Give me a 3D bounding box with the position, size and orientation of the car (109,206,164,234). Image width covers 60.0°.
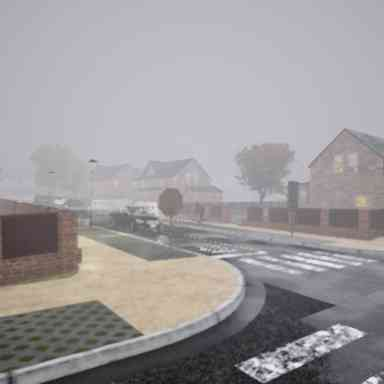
[{"bbox_3d":[-3.460,1.608,20.191,2.128,1.511,4.902,3,-2,-34],"label":"car"}]

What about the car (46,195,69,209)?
[{"bbox_3d":[-20.958,1.515,51.609,2.150,2.045,5.566,3,-2,-34],"label":"car"}]

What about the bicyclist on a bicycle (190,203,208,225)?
[{"bbox_3d":[0.521,1.639,24.784,1.656,1.620,0.582,2,-1,-34],"label":"bicyclist on a bicycle"}]

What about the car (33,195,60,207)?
[{"bbox_3d":[-20.285,1.395,45.638,2.150,2.045,5.566,3,-2,-34],"label":"car"}]

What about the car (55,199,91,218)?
[{"bbox_3d":[-11.317,1.699,31.996,2.033,1.411,5.357,3,-2,-33],"label":"car"}]

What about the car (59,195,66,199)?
[{"bbox_3d":[-15.221,1.633,43.073,2.097,1.767,4.553,3,-2,-33],"label":"car"}]
